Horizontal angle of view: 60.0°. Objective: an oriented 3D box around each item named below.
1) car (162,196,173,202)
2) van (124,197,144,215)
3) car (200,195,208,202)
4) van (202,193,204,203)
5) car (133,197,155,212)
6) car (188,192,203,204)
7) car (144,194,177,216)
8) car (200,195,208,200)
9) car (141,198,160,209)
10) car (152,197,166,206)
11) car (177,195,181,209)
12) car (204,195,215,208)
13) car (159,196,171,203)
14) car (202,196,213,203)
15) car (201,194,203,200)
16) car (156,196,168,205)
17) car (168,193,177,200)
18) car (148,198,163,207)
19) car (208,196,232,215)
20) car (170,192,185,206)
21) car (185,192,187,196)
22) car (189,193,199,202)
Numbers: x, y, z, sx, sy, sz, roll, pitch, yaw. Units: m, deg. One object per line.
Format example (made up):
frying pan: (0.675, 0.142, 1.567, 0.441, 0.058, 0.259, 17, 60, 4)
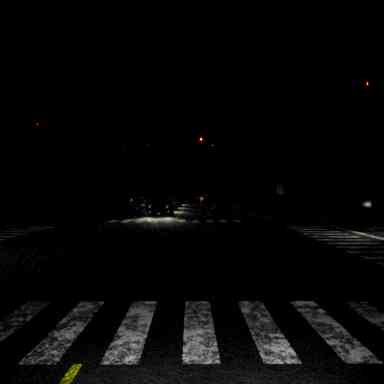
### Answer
car: (-5.362, 1.543, 73.088, 1.887, 1.381, 4.507, 0, 0, 0)
van: (-5.635, 1.343, 33.411, 1.690, 1.788, 3.998, 0, 0, 0)
car: (2.890, 1.453, 79.541, 1.801, 1.575, 5.366, 0, 0, 0)
van: (3.046, 1.344, 56.031, 1.690, 1.788, 3.998, 0, 0, 0)
car: (-5.596, 1.443, 39.079, 1.967, 1.590, 4.097, 0, 0, 0)
car: (0.430, 1.223, 63.379, 2.150, 2.045, 5.566, 0, 0, 0)
car: (-2.925, 1.354, 32.108, 2.097, 1.767, 4.553, 0, 0, 2)
car: (3.280, 1.558, 90.047, 1.947, 1.339, 4.313, 0, 0, 0)
car: (-5.556, 1.569, 44.747, 1.947, 1.339, 4.313, 0, 0, 0)
car: (-5.479, 1.569, 56.084, 1.947, 1.339, 4.313, 0, 0, 0)
car: (-2.815, 1.481, 42.045, 1.882, 1.535, 5.008, 0, 0, 1)
car: (2.969, 1.443, 44.693, 1.967, 1.590, 4.097, 0, 0, 0)
car: (-5.401, 1.566, 67.420, 1.947, 1.339, 4.313, 0, 0, 0)
car: (3.124, 1.551, 67.370, 2.008, 1.369, 4.403, 0, 0, 0)
car: (3.087, 1.527, 61.870, 1.752, 1.417, 4.829, 0, 0, 0)
car: (-5.441, 1.527, 61.582, 1.752, 1.417, 4.829, 0, 0, 0)
car: (-5.246, 1.307, 90.093, 2.192, 1.841, 5.009, 0, 0, 0)
car: (-5.518, 1.585, 50.416, 1.802, 1.307, 4.206, 0, 0, 0)
car: (2.891, 1.442, 33.355, 1.967, 1.590, 4.097, 0, 0, 0)
car: (-2.741, 1.225, 52.172, 2.150, 2.045, 5.566, 0, 0, 1)
car: (-2.629, 1.354, 62.398, 2.097, 1.767, 4.553, 0, 0, 1)
car: (0.501, 1.186, 73.739, 2.097, 1.767, 4.553, 0, 0, 0)
